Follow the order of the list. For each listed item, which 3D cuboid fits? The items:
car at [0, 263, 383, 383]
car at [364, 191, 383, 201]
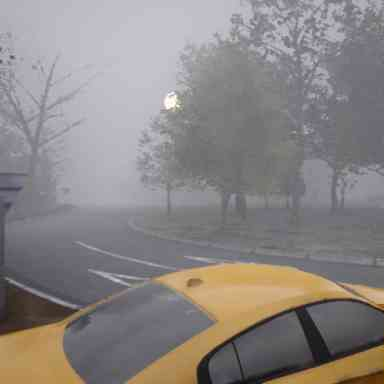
[{"bbox_3d":[0.753,1.461,3.135,5.008,1.535,1.882,-1,0,-29],"label":"car"},{"bbox_3d":[38.867,1.086,70.072,4.553,1.767,2.185,0,1,38],"label":"car"}]
